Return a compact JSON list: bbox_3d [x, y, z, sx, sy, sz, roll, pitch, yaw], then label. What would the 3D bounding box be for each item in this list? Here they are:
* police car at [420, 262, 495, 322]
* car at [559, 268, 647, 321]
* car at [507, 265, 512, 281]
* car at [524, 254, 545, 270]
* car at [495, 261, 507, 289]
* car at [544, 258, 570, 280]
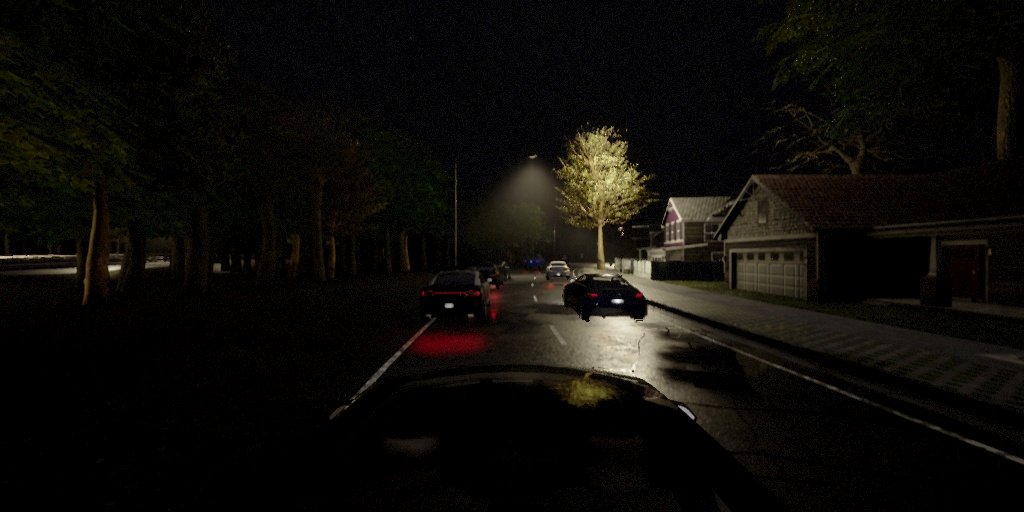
[{"bbox_3d":[-1.743,1.139,12.351,1.930,1.638,5.238,0,0,-1],"label":"police car"},{"bbox_3d":[3.018,1.272,12.366,1.994,1.385,4.181,0,0,-1],"label":"car"},{"bbox_3d":[-1.117,1.161,28.150,1.837,1.490,4.892,0,0,5],"label":"car"},{"bbox_3d":[3.091,0.799,47.914,2.150,2.045,5.566,0,0,14],"label":"car"},{"bbox_3d":[-1.543,1.204,22.193,1.812,1.442,4.674,0,0,3],"label":"car"},{"bbox_3d":[3.822,1.168,29.871,1.812,1.442,4.674,0,0,6],"label":"car"}]
